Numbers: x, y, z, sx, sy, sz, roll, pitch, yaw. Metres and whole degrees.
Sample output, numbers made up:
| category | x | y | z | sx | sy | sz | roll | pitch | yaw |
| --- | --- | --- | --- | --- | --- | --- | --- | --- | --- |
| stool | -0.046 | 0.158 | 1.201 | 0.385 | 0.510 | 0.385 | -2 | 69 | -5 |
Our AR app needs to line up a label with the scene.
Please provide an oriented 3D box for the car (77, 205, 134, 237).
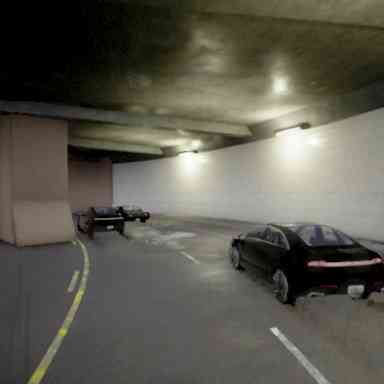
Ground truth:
| category | x | y | z | sx | sy | sz | roll | pitch | yaw |
| --- | --- | --- | --- | --- | --- | --- | --- | --- | --- |
| car | -5.166 | 1.541 | 18.527 | 2.128 | 1.511 | 4.902 | 0 | 0 | -28 |

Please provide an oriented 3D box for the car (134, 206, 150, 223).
| category | x | y | z | sx | sy | sz | roll | pitch | yaw |
| --- | --- | --- | --- | --- | --- | --- | --- | --- | --- |
| car | -5.046 | 1.649 | 24.928 | 1.895 | 1.301 | 4.718 | -1 | 0 | -36 |

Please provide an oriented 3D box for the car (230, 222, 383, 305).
| category | x | y | z | sx | sy | sz | roll | pitch | yaw |
| --- | --- | --- | --- | --- | --- | --- | --- | --- | --- |
| car | 2.363 | 1.468 | 8.111 | 2.128 | 1.511 | 4.902 | 0 | 0 | -11 |
